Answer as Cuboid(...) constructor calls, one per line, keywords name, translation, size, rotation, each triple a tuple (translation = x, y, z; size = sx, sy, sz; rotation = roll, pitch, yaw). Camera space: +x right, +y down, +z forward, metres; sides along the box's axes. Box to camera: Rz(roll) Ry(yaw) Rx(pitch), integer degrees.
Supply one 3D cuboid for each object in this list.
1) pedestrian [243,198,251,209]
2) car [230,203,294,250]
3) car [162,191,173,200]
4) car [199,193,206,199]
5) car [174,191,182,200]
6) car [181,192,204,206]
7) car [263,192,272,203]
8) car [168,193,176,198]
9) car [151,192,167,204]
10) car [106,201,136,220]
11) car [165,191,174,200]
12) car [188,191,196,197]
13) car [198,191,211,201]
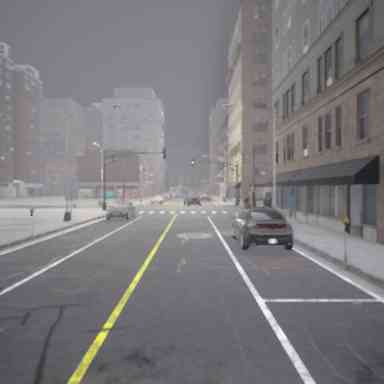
Cuboid(name="pedestrian", translation=(2.733, 1.171, 16.636), size=(0.375, 1.860, 0.375), rotation=(0, 0, -8))
Cuboid(name="car", translation=(2.736, 1.405, 13.691), size=(1.837, 1.490, 4.892), rotation=(0, 0, 0))
Cuboid(name="car", translation=(-5.465, 0.771, 75.297), size=(2.192, 1.841, 5.009), rotation=(0, 0, 0))
Cuboid(name="car", translation=(2.553, 0.939, 81.138), size=(1.752, 1.417, 4.829), rotation=(0, 0, 0))
Cuboid(name="car", translation=(-2.827, 0.818, 74.274), size=(2.097, 1.767, 4.553), rotation=(0, 0, 0))
Cuboid(name="car", translation=(0.033, 1.170, 46.215), size=(1.837, 1.490, 4.892), rotation=(-1, 1, -8))
Cuboid(name="car", translation=(10.941, 1.008, 37.869), size=(5.566, 2.045, 2.150), rotation=(0, 0, 2))
Cuboid(name="car", translation=(-5.483, 0.917, 92.284), size=(1.802, 1.307, 4.206), rotation=(0, 0, 0))
Cuboid(name="car", translation=(-5.442, 1.144, 52.481), size=(1.752, 1.417, 4.829), rotation=(0, 0, 0))
Cuboid(name="car", translation=(-5.414, 1.362, 25.806), size=(2.008, 1.369, 4.403), rotation=(0, 0, 0))
Cuboid(name="car", translation=(-5.460, 1.047, 69.637), size=(2.008, 1.369, 4.403), rotation=(0, 0, 0))
Cuboid(name="car", translation=(-0.096, 0.517, 92.711), size=(2.097, 1.767, 4.553), rotation=(0, 0, 0))
Cuboid(name="car", translation=(2.571, 0.976, 63.982), size=(1.967, 1.590, 4.097), rotation=(0, 0, 0))
